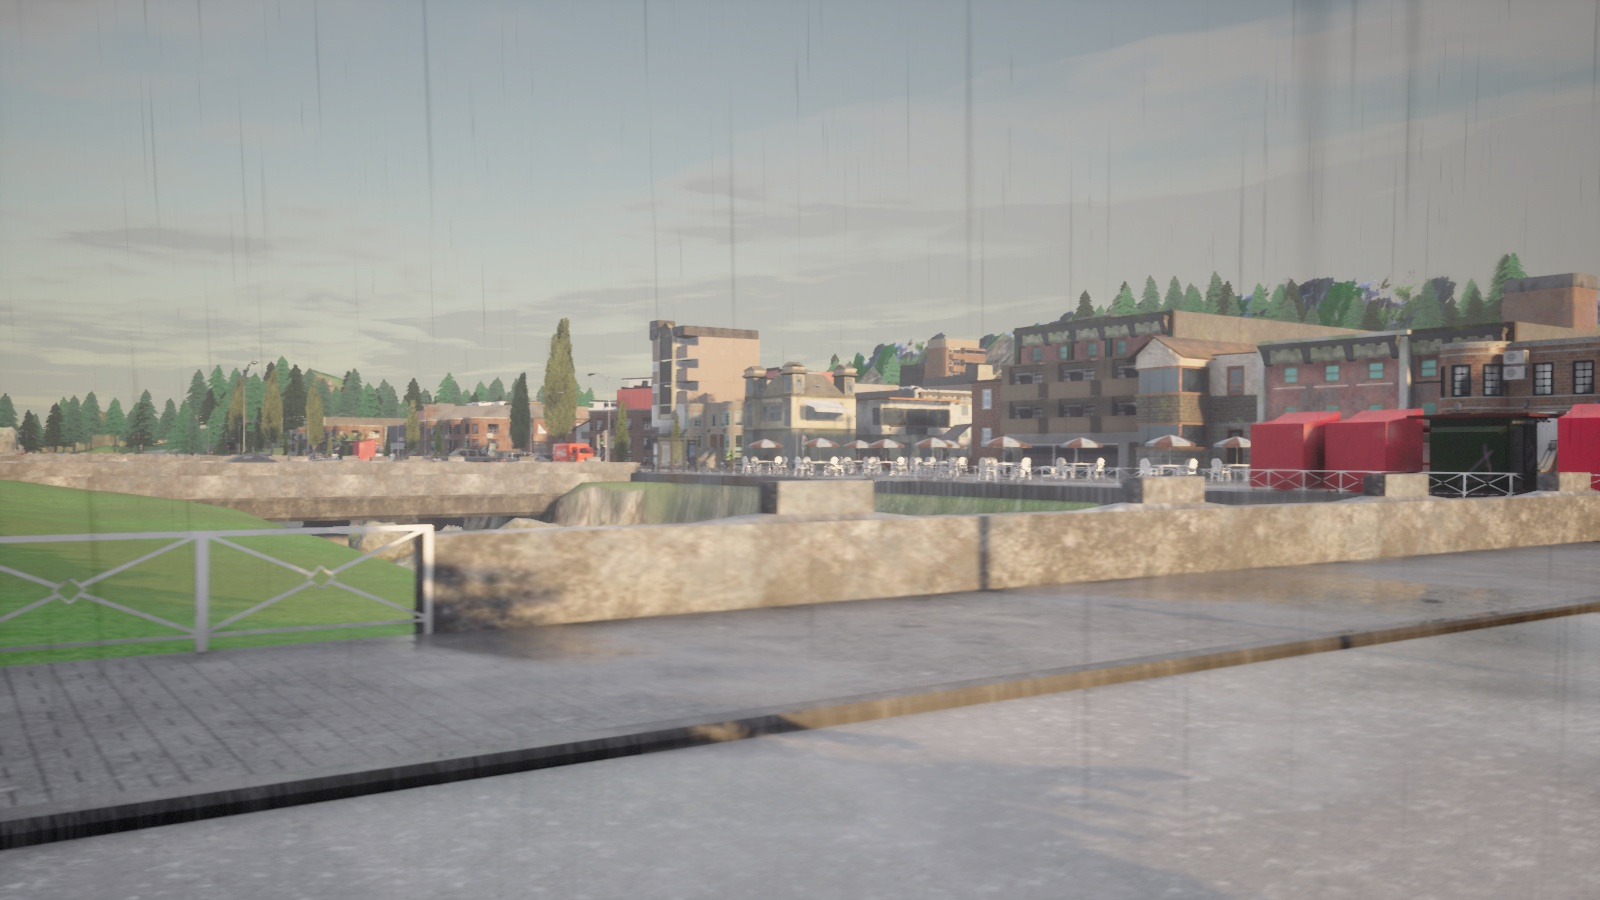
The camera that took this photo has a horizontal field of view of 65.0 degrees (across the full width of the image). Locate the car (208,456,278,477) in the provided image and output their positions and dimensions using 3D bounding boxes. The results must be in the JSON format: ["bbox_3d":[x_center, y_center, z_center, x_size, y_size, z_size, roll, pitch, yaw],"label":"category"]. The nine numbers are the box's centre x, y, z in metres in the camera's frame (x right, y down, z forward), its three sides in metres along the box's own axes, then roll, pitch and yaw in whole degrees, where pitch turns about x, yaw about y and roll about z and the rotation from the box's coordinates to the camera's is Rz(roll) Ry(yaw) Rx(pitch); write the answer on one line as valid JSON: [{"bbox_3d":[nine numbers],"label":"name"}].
[{"bbox_3d":[-38.776,1.138,87.439,4.181,1.385,1.994,0,0,-35],"label":"car"}]

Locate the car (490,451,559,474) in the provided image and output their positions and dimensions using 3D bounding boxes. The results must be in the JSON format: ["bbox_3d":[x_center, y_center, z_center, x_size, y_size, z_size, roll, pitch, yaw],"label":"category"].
[{"bbox_3d":[-20.836,0.936,95.044,4.611,1.667,2.242,0,0,-35],"label":"car"}]
